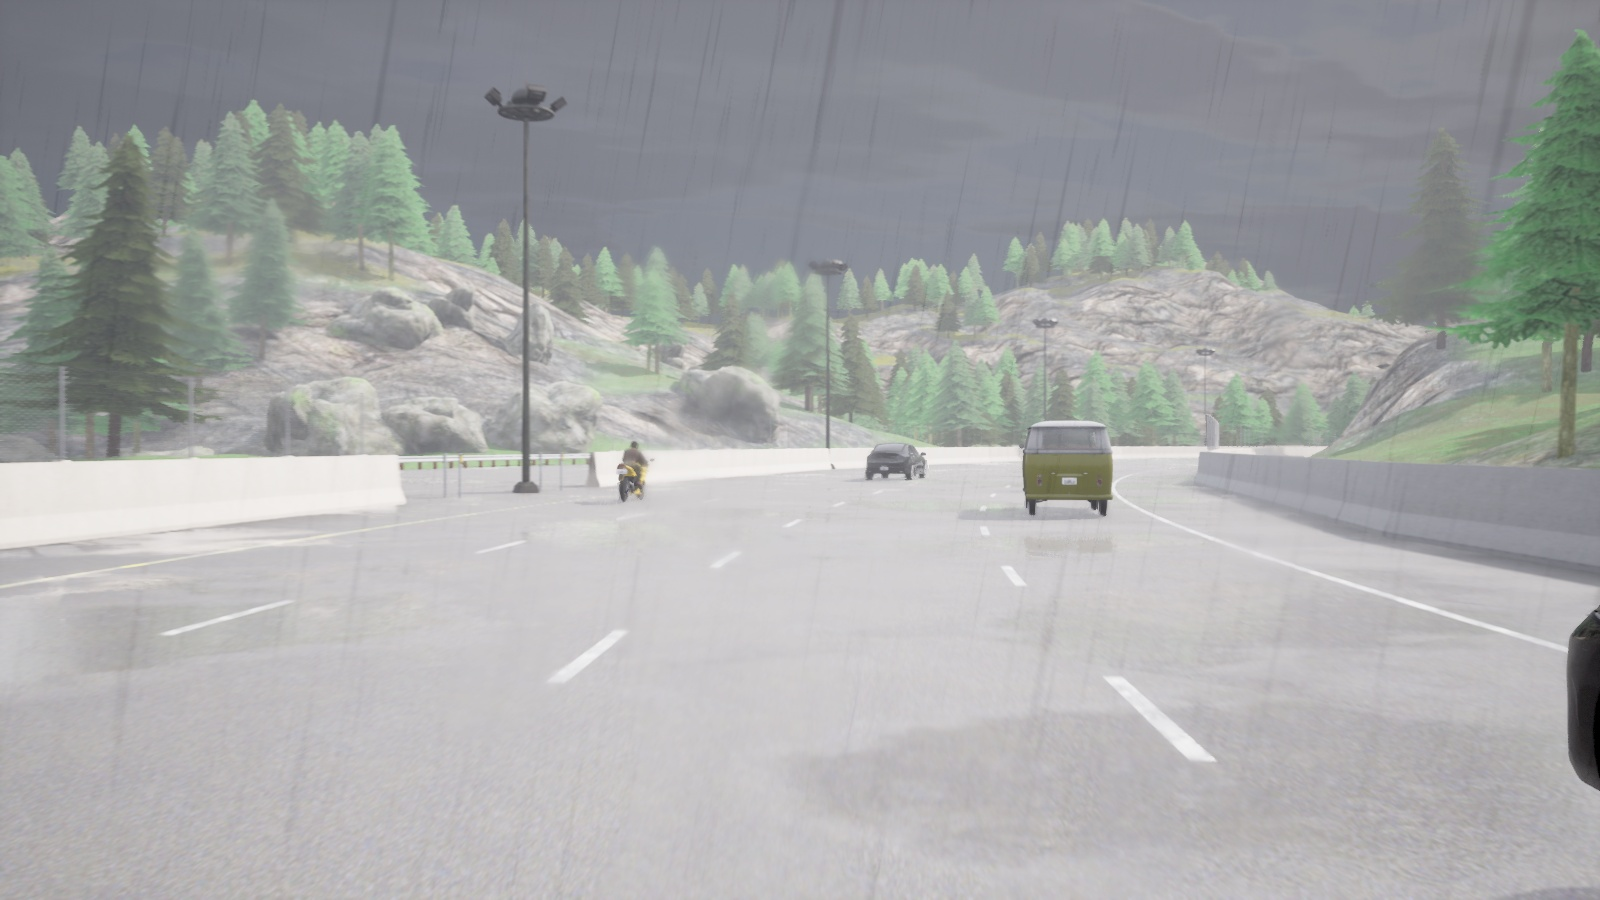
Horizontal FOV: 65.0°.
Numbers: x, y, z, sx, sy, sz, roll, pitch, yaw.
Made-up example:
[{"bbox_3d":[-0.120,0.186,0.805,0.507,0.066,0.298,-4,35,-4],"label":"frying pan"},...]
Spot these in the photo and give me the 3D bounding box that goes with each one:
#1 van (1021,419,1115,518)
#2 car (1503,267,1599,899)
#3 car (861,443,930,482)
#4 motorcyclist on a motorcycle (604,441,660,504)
[{"bbox_3d":[5.783,0.362,27.510,1.775,1.987,4.442,0,0,9],"label":"van"},{"bbox_3d":[3.528,0.466,1.658,2.150,2.045,5.566,0,0,1],"label":"car"},{"bbox_3d":[3.982,0.474,51.603,1.837,1.490,4.892,0,0,16],"label":"car"},{"bbox_3d":[-4.218,0.539,31.647,0.797,1.523,2.044,1,0,10],"label":"motorcyclist on a motorcycle"}]
